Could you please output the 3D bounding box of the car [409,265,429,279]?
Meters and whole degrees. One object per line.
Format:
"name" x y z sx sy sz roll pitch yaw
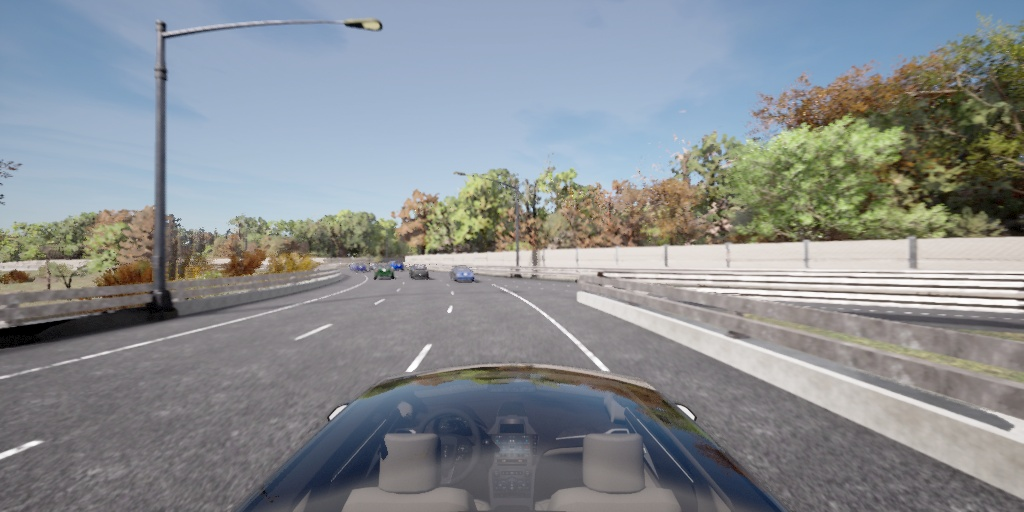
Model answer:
"car" -10.379 1.756 39.727 2.128 1.511 4.902 0 -1 -20

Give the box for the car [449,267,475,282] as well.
"car" -4.864 1.714 34.362 2.033 1.411 5.357 0 -1 -17

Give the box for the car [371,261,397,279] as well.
"car" -14.742 1.660 41.119 2.097 1.767 4.553 0 -1 -22
